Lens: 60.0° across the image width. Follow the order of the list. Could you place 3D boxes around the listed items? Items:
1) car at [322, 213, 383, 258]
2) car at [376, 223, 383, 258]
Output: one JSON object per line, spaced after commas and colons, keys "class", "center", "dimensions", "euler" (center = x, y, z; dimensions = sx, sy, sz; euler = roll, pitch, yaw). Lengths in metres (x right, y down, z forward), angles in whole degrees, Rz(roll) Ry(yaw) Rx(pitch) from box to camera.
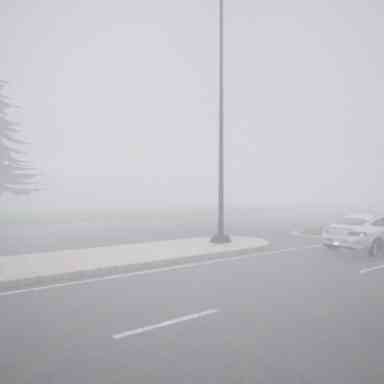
{"class": "car", "center": [6.968, 1.549, 12.900], "dimensions": [4.674, 1.442, 1.812], "euler": [0, 0, -33]}
{"class": "car", "center": [7.510, 1.569, 9.093], "dimensions": [5.357, 1.411, 2.033], "euler": [0, 0, -34]}
